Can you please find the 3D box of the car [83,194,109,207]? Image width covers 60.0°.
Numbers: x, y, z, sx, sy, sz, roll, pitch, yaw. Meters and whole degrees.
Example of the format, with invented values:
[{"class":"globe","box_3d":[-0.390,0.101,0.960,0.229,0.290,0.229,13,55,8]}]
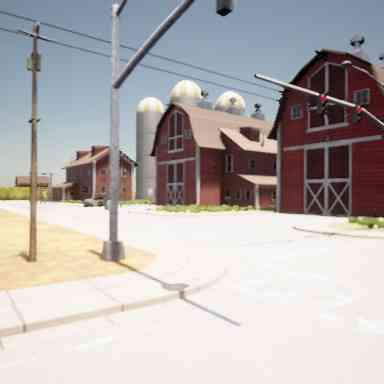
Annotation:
[{"class":"car","box_3d":[-14.382,1.275,50.220,3.866,1.878,1.905,-1,5,11]}]
